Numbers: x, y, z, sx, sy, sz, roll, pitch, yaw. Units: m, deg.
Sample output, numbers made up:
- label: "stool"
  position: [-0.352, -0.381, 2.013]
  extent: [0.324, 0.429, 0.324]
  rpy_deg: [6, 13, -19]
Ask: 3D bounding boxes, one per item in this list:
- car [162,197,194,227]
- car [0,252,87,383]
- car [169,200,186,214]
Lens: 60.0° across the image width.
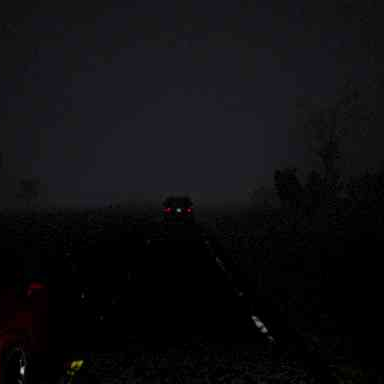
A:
- label: "car"
  position: [-1.020, 1.387, 24.797]
  extent: [2.150, 2.045, 5.566]
  rpy_deg: [0, -1, -3]
- label: "car"
  position: [-2.922, 1.613, 4.702]
  extent: [1.994, 1.385, 4.181]
  rpy_deg: [0, 0, -3]
- label: "car"
  position: [-1.816, 1.778, 41.498]
  extent: [1.882, 1.535, 5.008]
  rpy_deg: [0, -1, -3]
